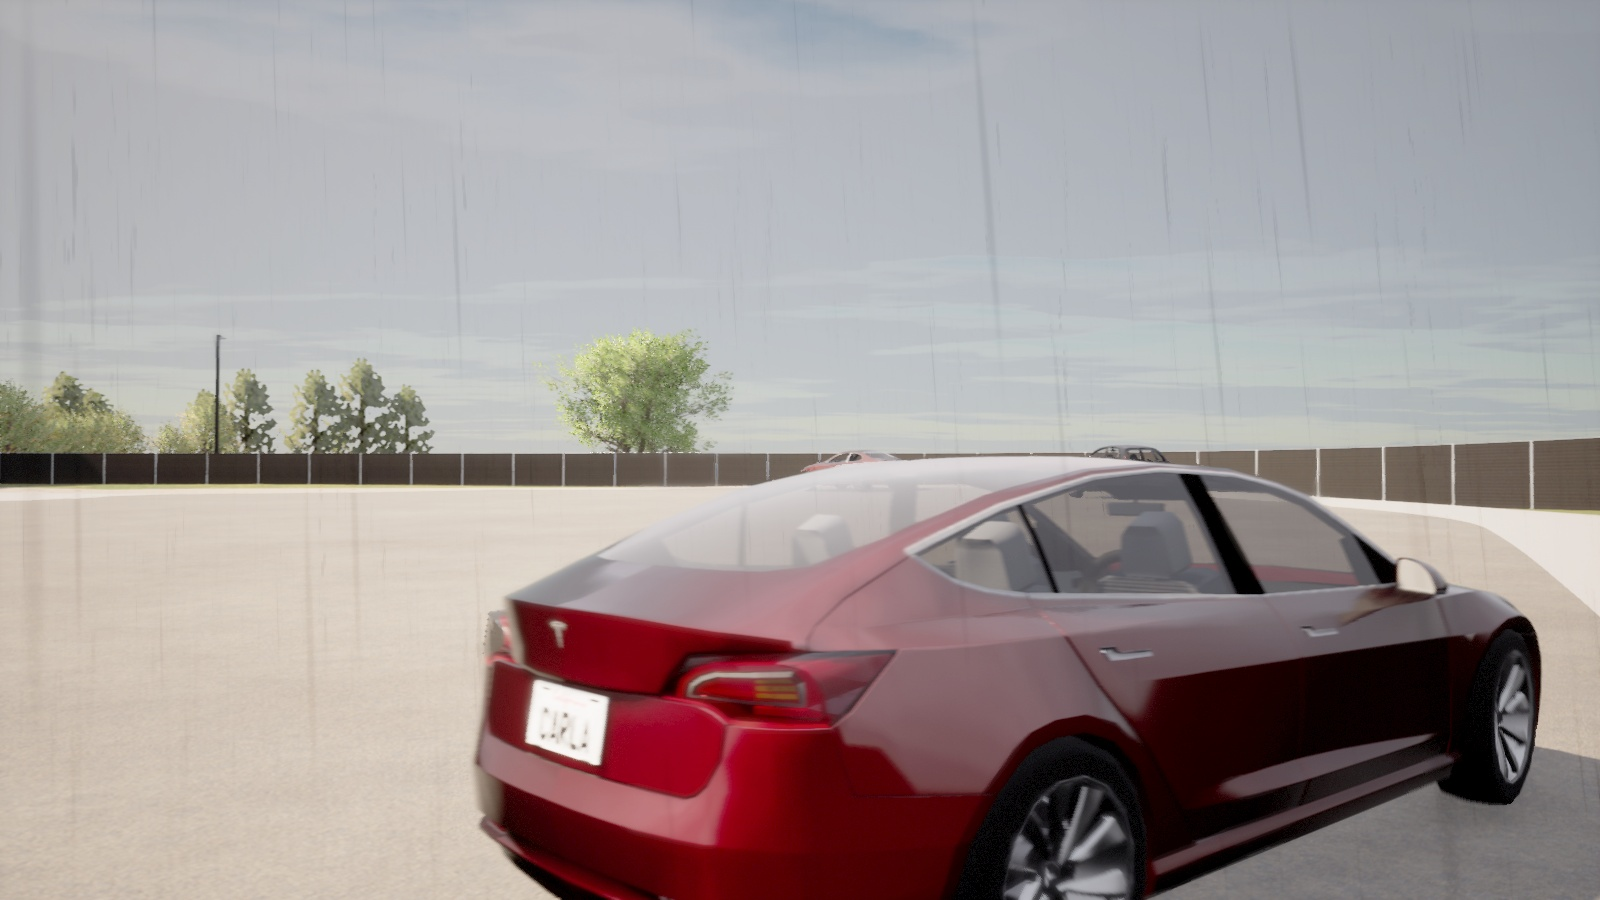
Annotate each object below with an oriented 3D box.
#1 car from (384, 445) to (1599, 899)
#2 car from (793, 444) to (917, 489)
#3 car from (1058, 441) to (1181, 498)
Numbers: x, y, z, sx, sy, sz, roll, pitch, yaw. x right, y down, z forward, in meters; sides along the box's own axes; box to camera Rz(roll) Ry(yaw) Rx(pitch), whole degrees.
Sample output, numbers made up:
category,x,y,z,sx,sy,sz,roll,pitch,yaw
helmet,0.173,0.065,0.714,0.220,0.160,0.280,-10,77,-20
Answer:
category,x,y,z,sx,sy,sz,roll,pitch,yaw
car,1.149,0.753,4.914,4.792,1.488,2.163,0,-1,-41
car,2.166,0.666,50.790,2.152,1.651,5.027,-2,0,-40
car,9.535,0.577,37.794,1.851,1.617,3.988,-1,0,-15
